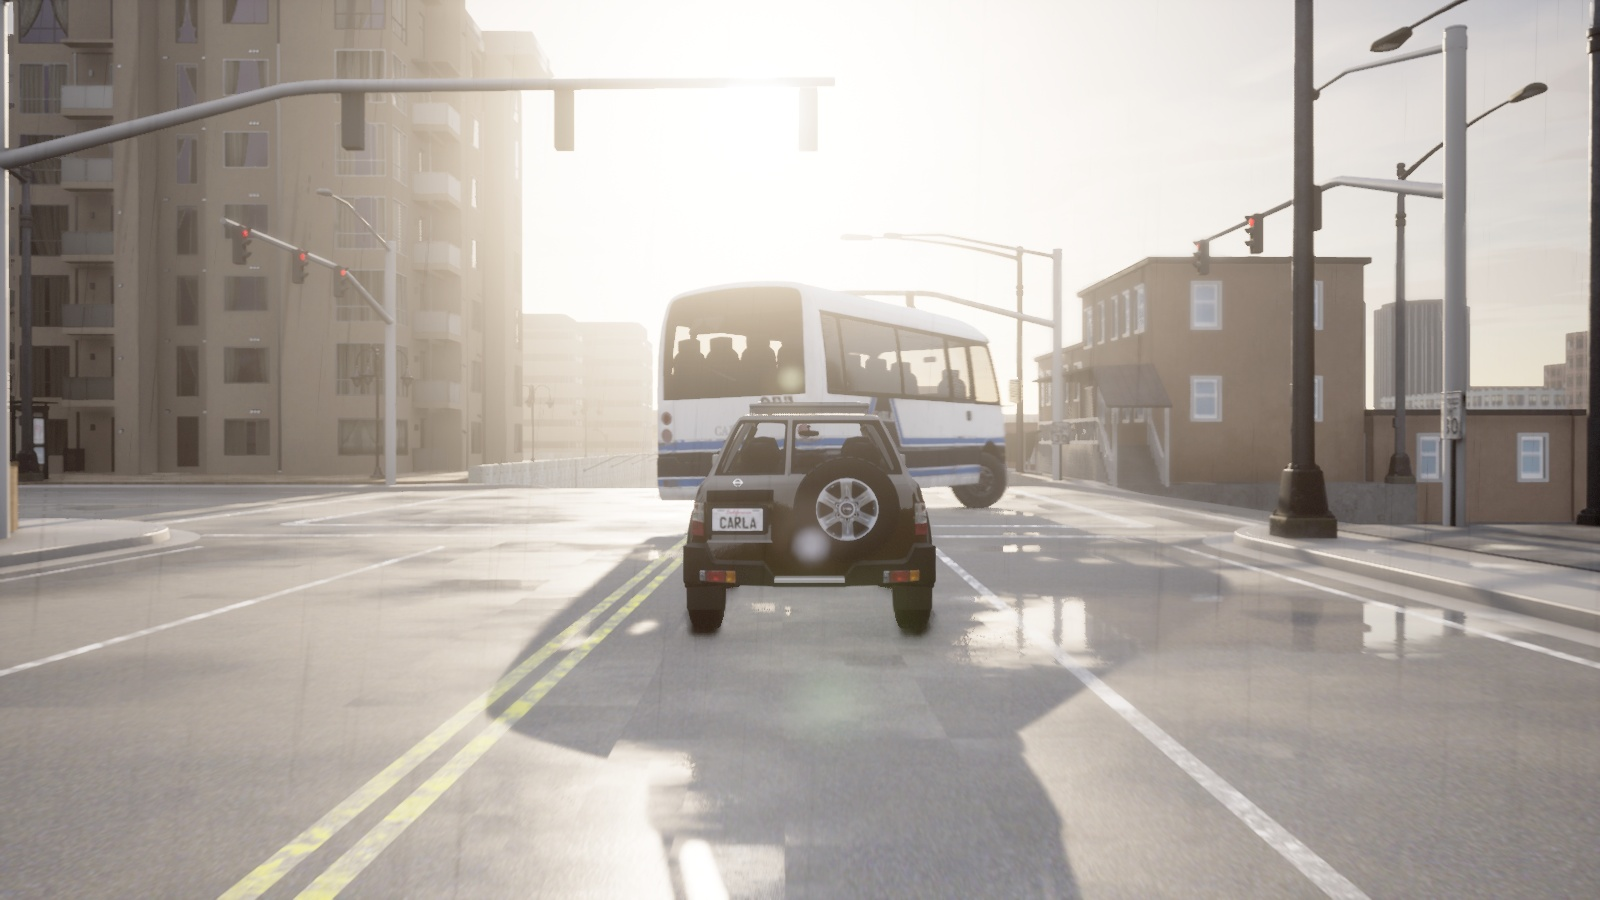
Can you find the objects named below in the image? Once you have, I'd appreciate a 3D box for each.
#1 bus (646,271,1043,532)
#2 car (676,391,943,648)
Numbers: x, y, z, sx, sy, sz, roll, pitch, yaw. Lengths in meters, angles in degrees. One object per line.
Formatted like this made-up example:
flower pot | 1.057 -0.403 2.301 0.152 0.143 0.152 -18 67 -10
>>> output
bus | 1.490 -0.788 25.930 3.944 4.253 10.273 -1 0 28
car | 0.080 0.500 11.375 1.932 1.855 4.605 0 0 0
